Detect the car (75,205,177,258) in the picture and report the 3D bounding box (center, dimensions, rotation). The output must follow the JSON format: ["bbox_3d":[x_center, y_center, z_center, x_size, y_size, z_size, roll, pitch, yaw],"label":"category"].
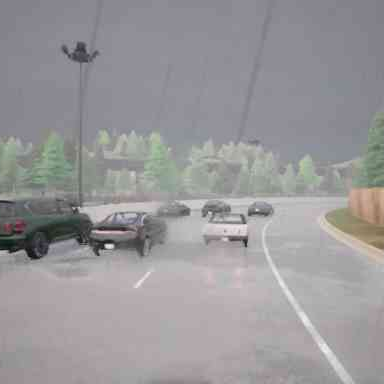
[{"bbox_3d":[-2.223,1.490,12.804,2.128,1.511,4.902,0,0,8],"label":"car"}]

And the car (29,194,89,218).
[{"bbox_3d":[-12.361,1.188,31.466,2.150,2.045,5.566,0,0,18],"label":"car"}]

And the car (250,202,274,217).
[{"bbox_3d":[6.726,1.612,32.202,1.994,1.385,4.181,0,0,22],"label":"car"}]

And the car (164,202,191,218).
[{"bbox_3d":[-1.557,1.575,29.981,1.994,1.385,4.181,0,0,19],"label":"car"}]

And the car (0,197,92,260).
[{"bbox_3d":[-5.820,1.204,12.664,2.150,2.045,5.566,0,0,8],"label":"car"}]

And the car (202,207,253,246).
[{"bbox_3d":[1.755,1.618,15.590,1.895,1.301,4.718,0,0,11],"label":"car"}]

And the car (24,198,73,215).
[{"bbox_3d":[-14.880,1.435,34.846,1.882,1.535,5.008,0,0,19],"label":"car"}]

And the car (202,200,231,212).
[{"bbox_3d":[2.332,1.533,30.545,1.837,1.490,4.892,0,0,20],"label":"car"}]
